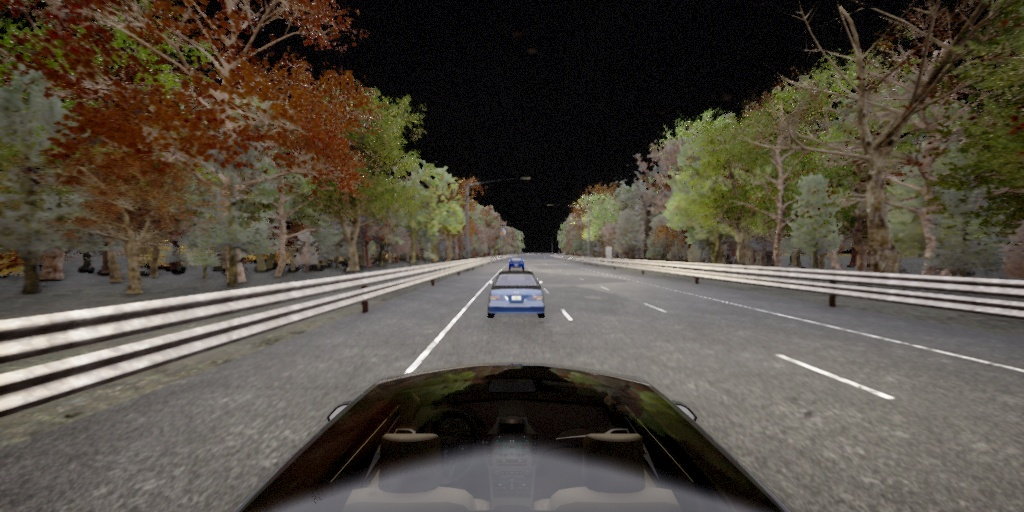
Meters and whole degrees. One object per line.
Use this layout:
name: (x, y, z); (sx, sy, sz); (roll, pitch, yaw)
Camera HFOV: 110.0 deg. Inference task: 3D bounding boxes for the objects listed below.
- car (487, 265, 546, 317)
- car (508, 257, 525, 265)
car: (0.138, 1.216, 12.647); (2.033, 1.411, 5.357); (0, 0, 0)
car: (0.571, 0.903, 44.976); (1.882, 1.535, 5.008); (0, 0, 1)
